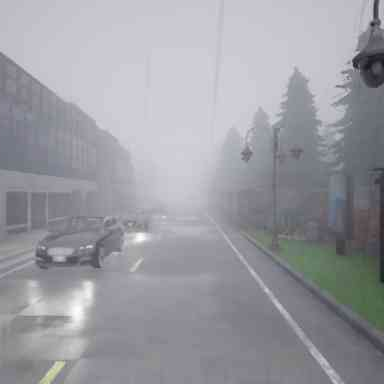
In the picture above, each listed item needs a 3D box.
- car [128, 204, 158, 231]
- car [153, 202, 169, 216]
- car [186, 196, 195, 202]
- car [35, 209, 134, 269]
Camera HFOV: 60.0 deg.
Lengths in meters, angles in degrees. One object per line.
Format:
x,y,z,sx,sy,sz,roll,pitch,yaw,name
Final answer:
-3.603,1.695,21.472,1.994,1.385,4.181,0,0,0,car
-3.571,1.770,36.410,2.033,1.411,5.357,0,0,0,car
-0.398,1.856,84.855,1.837,1.490,4.892,0,0,-9,car
-3.602,1.562,11.491,2.128,1.511,4.902,0,0,0,car
